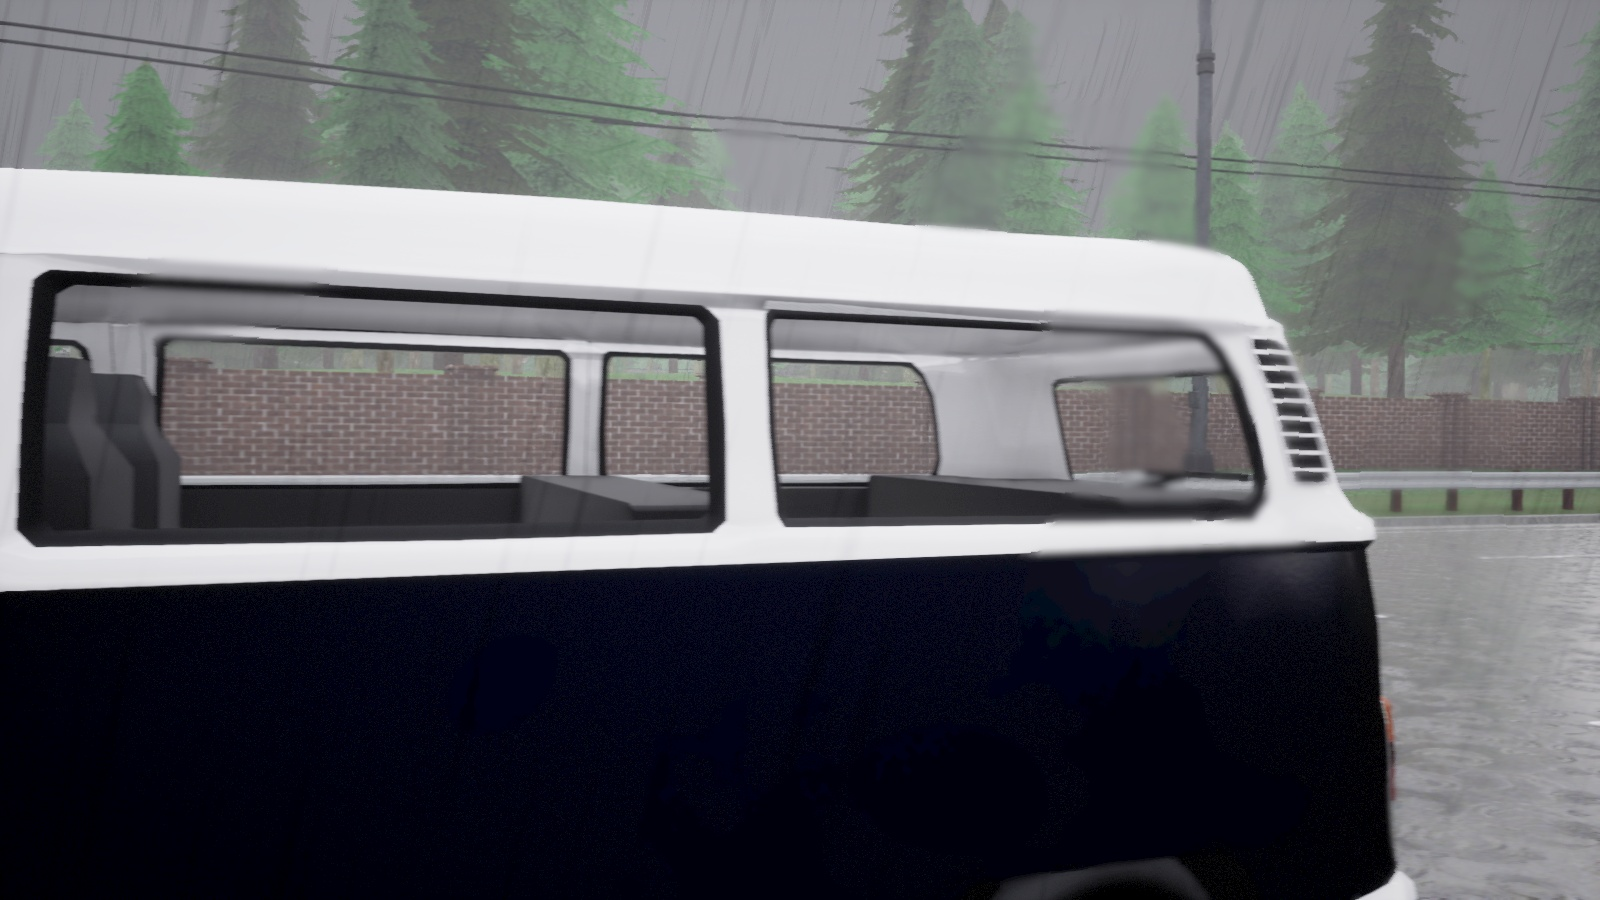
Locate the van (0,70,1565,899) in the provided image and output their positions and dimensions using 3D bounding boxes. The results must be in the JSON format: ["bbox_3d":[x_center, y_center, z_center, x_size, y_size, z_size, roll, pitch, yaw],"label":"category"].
[{"bbox_3d":[-0.780,0.485,2.939,4.480,2.038,2.069,-1,1,-21],"label":"van"}]
